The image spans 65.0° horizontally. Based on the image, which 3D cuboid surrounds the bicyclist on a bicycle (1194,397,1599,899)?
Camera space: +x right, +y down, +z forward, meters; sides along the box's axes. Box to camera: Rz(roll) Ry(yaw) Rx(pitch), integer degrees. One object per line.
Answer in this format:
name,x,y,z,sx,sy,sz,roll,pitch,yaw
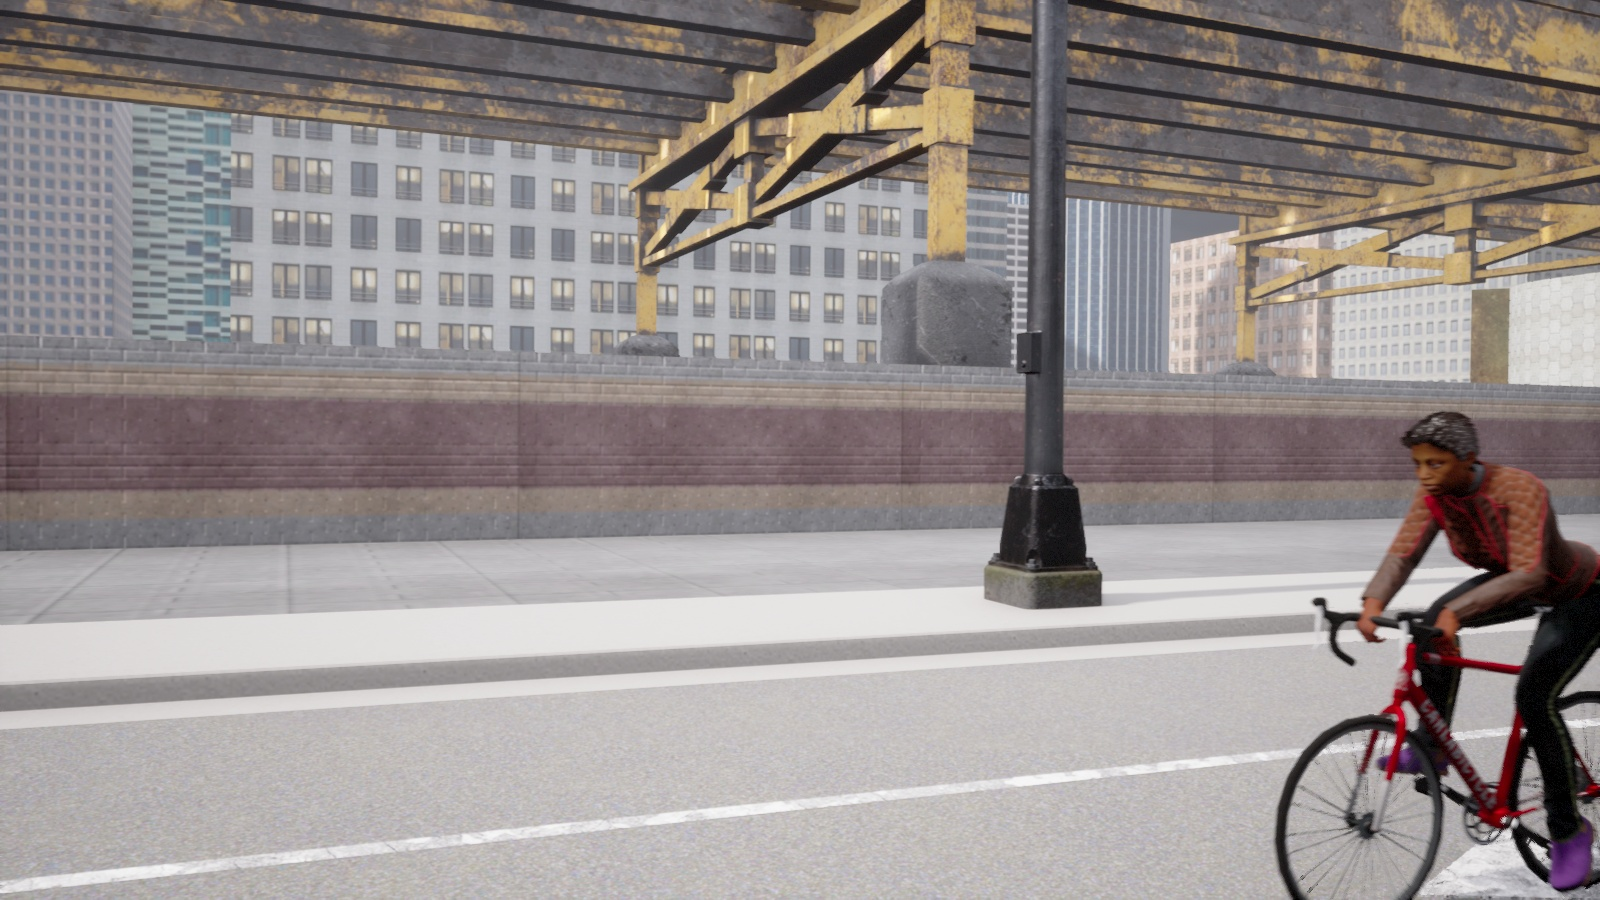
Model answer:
bicyclist on a bicycle,2.163,0.652,4.061,1.656,1.620,0.582,-2,1,-21
